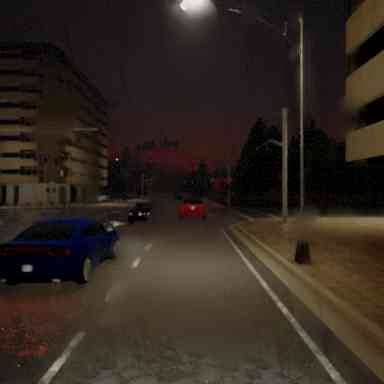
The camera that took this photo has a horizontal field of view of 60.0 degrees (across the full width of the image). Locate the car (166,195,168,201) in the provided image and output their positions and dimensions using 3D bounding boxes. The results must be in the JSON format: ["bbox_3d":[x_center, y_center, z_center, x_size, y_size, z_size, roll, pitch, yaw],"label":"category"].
[{"bbox_3d":[-6.950,1.449,83.637,1.812,1.442,4.674,0,0,0],"label":"car"}]

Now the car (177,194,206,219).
[{"bbox_3d":[0.087,1.284,28.132,2.097,1.767,4.553,0,0,0],"label":"car"}]

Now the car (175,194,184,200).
[{"bbox_3d":[-3.445,1.309,92.734,2.128,1.511,4.902,0,0,0],"label":"car"}]

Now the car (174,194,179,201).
[{"bbox_3d":[-3.450,1.409,83.484,1.882,1.535,5.008,0,0,0],"label":"car"}]

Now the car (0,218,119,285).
[{"bbox_3d":[-3.454,1.470,9.532,1.882,1.535,5.008,0,0,1],"label":"car"}]

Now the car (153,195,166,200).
[{"bbox_3d":[-6.960,1.424,68.058,1.882,1.535,5.008,0,0,0],"label":"car"}]

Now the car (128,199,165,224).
[{"bbox_3d":[-3.439,1.499,24.662,2.033,1.411,5.357,0,1,1],"label":"car"}]

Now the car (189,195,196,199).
[{"bbox_3d":[0.055,1.379,92.762,1.895,1.301,4.718,0,0,0],"label":"car"}]

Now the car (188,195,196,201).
[{"bbox_3d":[0.050,1.454,83.739,1.812,1.442,4.674,0,0,0],"label":"car"}]
